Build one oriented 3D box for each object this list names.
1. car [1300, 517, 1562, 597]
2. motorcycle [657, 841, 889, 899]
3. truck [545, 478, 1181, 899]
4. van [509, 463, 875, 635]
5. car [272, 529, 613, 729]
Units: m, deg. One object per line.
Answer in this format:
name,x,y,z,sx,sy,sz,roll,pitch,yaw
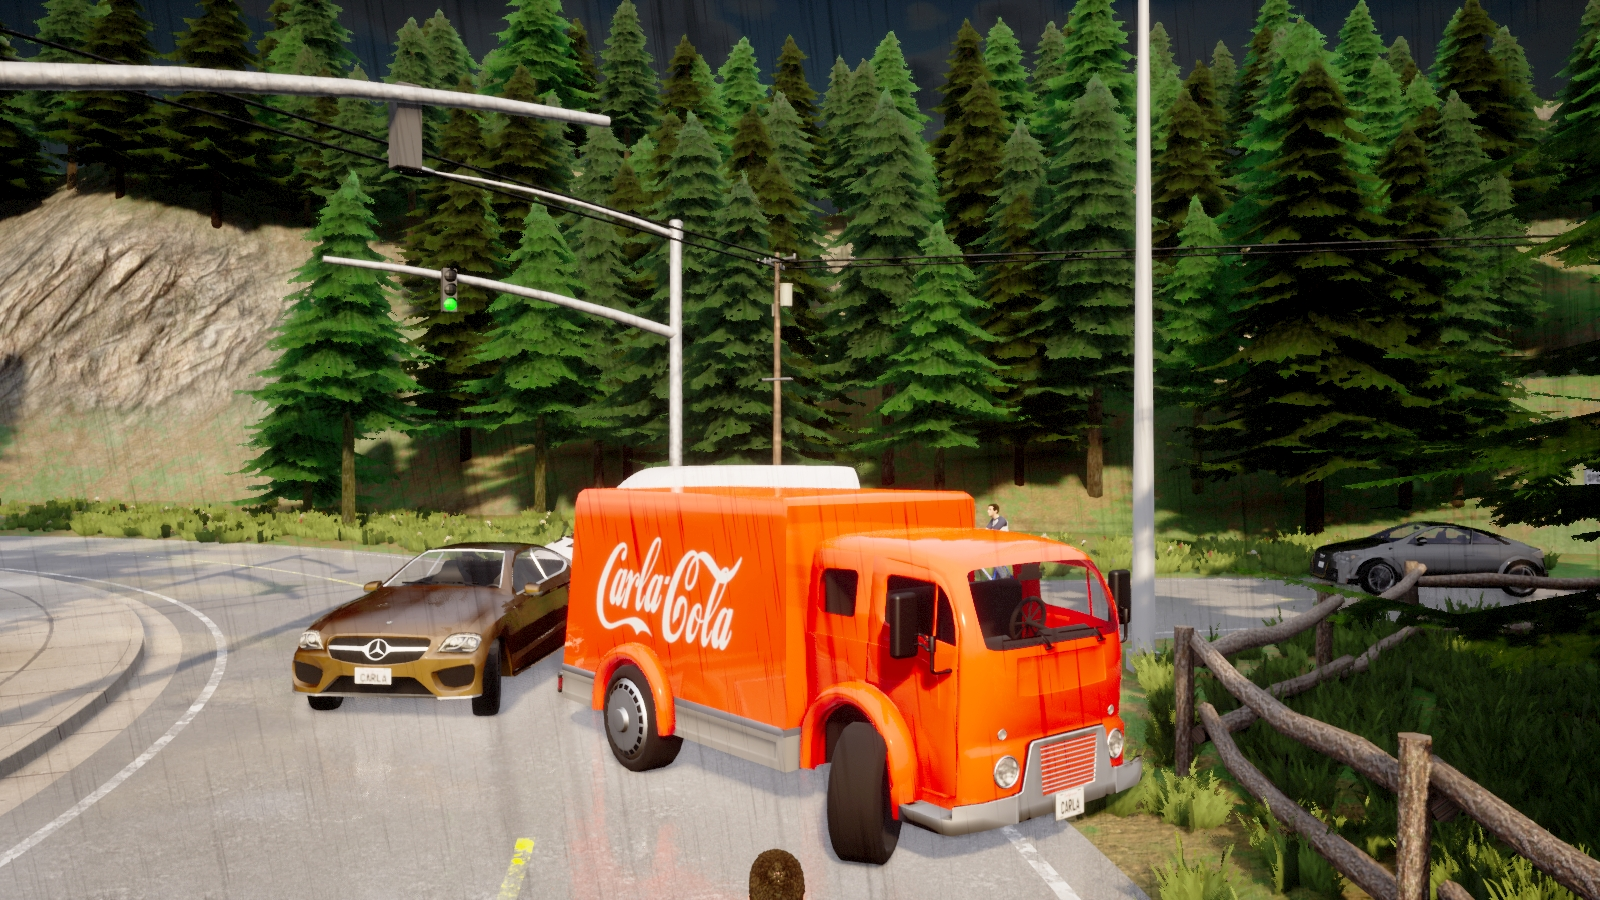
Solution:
car,12.589,2.119,23.051,4.181,1.385,1.994,0,0,6
motorcycle,-0.074,2.159,3.526,0.803,1.199,2.033,0,0,-2
truck,0.202,1.542,9.769,2.627,2.467,5.204,0,0,-39
van,-1.776,1.528,19.549,5.915,2.561,1.988,0,0,-27
car,-4.038,1.970,14.038,2.152,1.651,5.027,0,0,6
